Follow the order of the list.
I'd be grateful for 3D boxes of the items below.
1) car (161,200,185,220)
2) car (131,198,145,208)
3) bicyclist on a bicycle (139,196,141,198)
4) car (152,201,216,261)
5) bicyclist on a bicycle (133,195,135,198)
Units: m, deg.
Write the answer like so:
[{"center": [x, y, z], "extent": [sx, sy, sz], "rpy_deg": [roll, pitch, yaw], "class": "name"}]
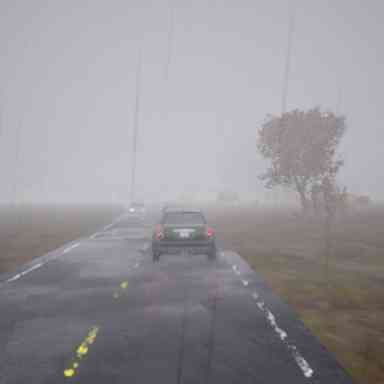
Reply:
[{"center": [-1.767, 1.548, 29.576], "extent": [1.882, 1.535, 5.008], "rpy_deg": [0, 0, -6], "class": "car"}, {"center": [-8.104, 1.611, 49.632], "extent": [1.882, 1.535, 5.008], "rpy_deg": [0, 0, -11], "class": "car"}, {"center": [-13.096, 1.702, 83.803], "extent": [0.582, 1.620, 1.656], "rpy_deg": [0, 0, -19], "class": "bicyclist on a bicycle"}, {"center": [-0.339, 1.378, 12.654], "extent": [2.097, 1.767, 4.553], "rpy_deg": [0, 0, -3], "class": "car"}, {"center": [-16.134, 1.736, 92.357], "extent": [0.582, 1.620, 1.656], "rpy_deg": [0, 0, -21], "class": "bicyclist on a bicycle"}]
